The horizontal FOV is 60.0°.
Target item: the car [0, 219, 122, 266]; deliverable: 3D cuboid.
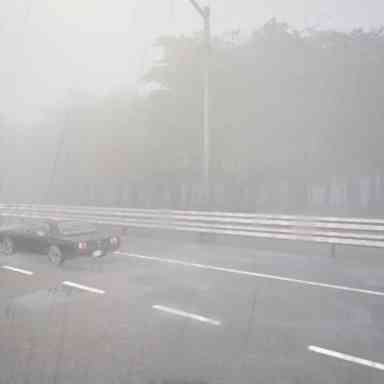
[{"bbox_3d":[-4.719,1.605,11.542,4.718,1.301,1.895,0,0,36],"label":"car"}]
